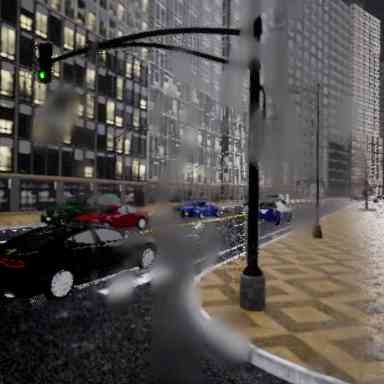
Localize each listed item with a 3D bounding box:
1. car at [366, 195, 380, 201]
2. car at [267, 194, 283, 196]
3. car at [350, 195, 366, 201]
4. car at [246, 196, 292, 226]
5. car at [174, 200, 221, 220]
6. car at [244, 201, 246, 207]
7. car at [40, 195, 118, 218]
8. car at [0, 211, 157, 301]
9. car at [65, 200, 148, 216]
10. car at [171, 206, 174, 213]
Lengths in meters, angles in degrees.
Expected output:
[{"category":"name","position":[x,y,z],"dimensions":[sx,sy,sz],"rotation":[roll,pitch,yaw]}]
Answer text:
[{"category":"car","position":[45.062,1.562,83.494],"dimensions":[1.812,1.442,4.674],"rotation":[0,0,42]},{"category":"car","position":[11.958,1.242,48.503],"dimensions":[2.150,2.045,5.566],"rotation":[0,0,30]},{"category":"car","position":[42.018,1.525,84.958],"dimensions":[1.837,1.490,4.892],"rotation":[0,0,42]},{"category":"car","position":[5.901,1.404,24.416],"dimensions":[2.097,1.767,4.553],"rotation":[0,0,29]},{"category":"car","position":[0.792,1.485,28.798],"dimensions":[1.882,1.535,5.008],"rotation":[0,0,29]},{"category":"car","position":[9.596,1.486,50.910],"dimensions":[1.882,1.535,5.008],"rotation":[0,0,30]},{"category":"car","position":[-6.965,1.199,21.620],"dimensions":[2.150,2.045,5.566],"rotation":[0,0,29]},{"category":"car","position":[-2.876,1.537,8.788],"dimensions":[1.882,1.535,5.008],"rotation":[0,1,29]},{"category":"car","position":[-4.527,1.477,19.321],"dimensions":[1.882,1.535,5.008],"rotation":[0,0,29]},{"category":"car","position":[-0.071,1.535,33.905],"dimensions":[2.033,1.411,5.357],"rotation":[0,0,29]}]
